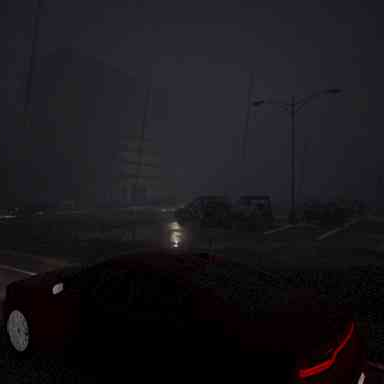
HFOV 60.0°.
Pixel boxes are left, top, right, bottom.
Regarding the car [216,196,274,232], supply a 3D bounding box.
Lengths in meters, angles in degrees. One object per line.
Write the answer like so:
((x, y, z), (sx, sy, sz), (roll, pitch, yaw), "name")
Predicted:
((3.306, 1.156, 19.066), (1.905, 1.878, 3.866), (0, 0, 34), "car")

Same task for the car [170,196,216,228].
((0.939, 1.153, 20.732), (1.932, 1.855, 4.605), (0, 0, 34), "car")

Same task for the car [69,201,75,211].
((-16.182, 1.526, 39.434), (1.812, 1.442, 4.674), (0, 0, 34), "car")

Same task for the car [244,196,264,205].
((11.491, 1.526, 61.506), (1.812, 1.442, 4.674), (0, 0, 34), "car")

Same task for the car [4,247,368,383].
((-0.533, 1.478, 4.369), (5.008, 1.535, 1.882), (0, 0, 35), "car")

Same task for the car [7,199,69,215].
((-15.730, 1.547, 33.846), (2.033, 1.411, 5.357), (0, 0, 34), "car")

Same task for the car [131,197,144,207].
((-7.752, 1.547, 52.002), (2.033, 1.411, 5.357), (0, 0, 34), "car")

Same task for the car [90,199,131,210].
((-10.388, 1.601, 41.808), (1.895, 1.301, 4.718), (0, 0, 34), "car")

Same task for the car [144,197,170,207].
((-4.411, 1.491, 50.688), (2.128, 1.511, 4.902), (0, 0, 34), "car")

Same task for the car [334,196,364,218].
((15.329, 1.395, 32.023), (1.970, 1.475, 3.806), (0, 0, 34), "car")
